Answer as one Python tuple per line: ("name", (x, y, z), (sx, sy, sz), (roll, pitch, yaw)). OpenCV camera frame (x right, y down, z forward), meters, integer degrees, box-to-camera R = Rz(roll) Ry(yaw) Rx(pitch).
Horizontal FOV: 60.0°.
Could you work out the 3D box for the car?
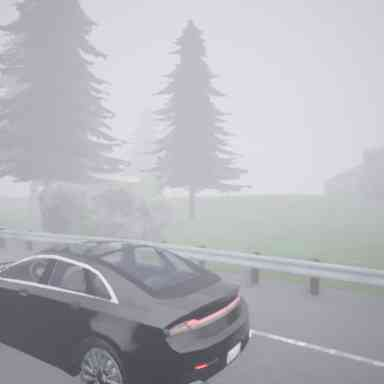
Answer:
("car", (-1.580, 1.484, 4.855), (4.902, 1.511, 2.128), (0, 0, 33))
